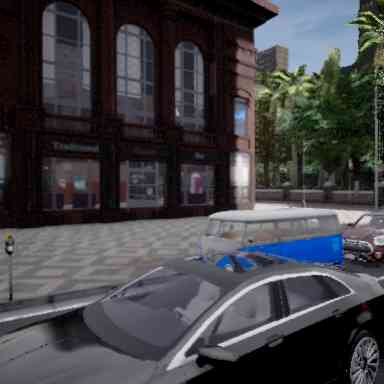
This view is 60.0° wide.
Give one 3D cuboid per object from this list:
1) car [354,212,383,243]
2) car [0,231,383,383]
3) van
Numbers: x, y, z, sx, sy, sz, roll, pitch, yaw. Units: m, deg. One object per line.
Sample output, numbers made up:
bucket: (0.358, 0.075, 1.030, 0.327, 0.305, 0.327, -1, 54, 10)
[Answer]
car: (6.406, 1.417, 11.223, 4.097, 1.590, 1.967, 0, 0, -36)
car: (0.228, 1.487, 3.538, 4.902, 1.511, 2.128, 0, 0, -35)
van: (1.988, 1.329, 8.072, 3.998, 1.788, 1.690, 0, 0, -36)
